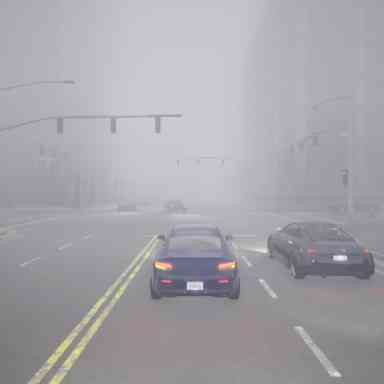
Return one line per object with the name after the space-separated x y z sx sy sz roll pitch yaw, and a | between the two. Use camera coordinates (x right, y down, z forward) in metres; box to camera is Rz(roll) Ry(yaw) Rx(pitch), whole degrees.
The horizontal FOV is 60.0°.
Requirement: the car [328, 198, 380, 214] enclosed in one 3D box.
16.784 1.422 34.535 5.008 1.535 1.882 0 0 0 | car

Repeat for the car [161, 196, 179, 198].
-3.473 1.601 53.153 1.895 1.301 4.718 0 0 0 | car

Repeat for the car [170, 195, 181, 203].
-3.343 1.492 69.358 2.128 1.511 4.902 0 0 0 | car

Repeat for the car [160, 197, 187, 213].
-1.876 1.572 36.359 1.895 1.301 4.718 0 0 -15 | car

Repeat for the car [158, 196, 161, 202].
-6.867 1.547 66.664 2.033 1.411 5.357 0 0 1 | car

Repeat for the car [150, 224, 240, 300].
0.078 1.526 8.293 1.812 1.442 4.674 0 0 1 | car

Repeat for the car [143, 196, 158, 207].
-6.980 1.547 51.076 2.033 1.411 5.357 0 0 0 | car

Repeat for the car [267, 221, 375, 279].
3.594 1.564 10.029 1.994 1.385 4.181 0 0 0 | car

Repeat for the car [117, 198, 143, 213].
-7.014 1.544 37.069 1.994 1.385 4.181 0 0 0 | car
